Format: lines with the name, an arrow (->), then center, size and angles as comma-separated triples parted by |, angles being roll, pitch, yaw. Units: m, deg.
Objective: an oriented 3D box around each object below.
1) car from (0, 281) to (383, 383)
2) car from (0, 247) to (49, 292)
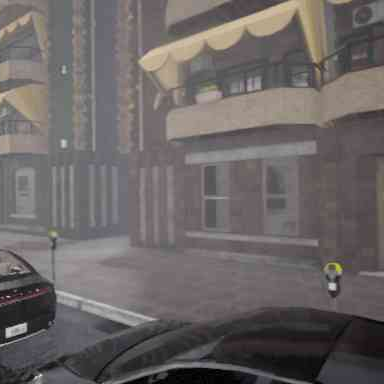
car -> 0.556, 1.570, 2.335 | 4.313, 1.339, 1.947 | 0, -1, 35
car -> -4.061, 1.582, 5.627 | 4.403, 1.369, 2.008 | 0, -1, 35
